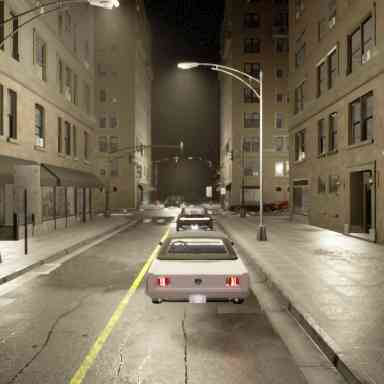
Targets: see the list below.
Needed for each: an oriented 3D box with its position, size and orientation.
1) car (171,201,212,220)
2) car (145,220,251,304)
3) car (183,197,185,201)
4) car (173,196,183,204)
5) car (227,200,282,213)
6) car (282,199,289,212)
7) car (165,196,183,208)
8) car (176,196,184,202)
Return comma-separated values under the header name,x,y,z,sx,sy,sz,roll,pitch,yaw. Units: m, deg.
name,x,y,z,sx,sy,sz,roll,pitch,yaw
car,0.110,1.499,18.308,2.128,1.511,4.902,0,0,-1
car,0.106,1.602,8.087,1.895,1.301,4.718,0,0,0
car,-2.815,1.552,58.203,2.128,1.511,4.902,0,0,0
car,-2.750,1.582,67.671,1.837,1.490,4.892,0,0,1
car,6.476,1.576,35.998,5.357,1.411,2.033,0,0,0
car,12.277,1.353,38.548,5.009,1.841,2.192,0,0,0
car,-2.831,1.398,48.992,2.097,1.767,4.553,0,0,0
car,-2.729,1.616,77.959,1.812,1.442,4.674,0,0,0
